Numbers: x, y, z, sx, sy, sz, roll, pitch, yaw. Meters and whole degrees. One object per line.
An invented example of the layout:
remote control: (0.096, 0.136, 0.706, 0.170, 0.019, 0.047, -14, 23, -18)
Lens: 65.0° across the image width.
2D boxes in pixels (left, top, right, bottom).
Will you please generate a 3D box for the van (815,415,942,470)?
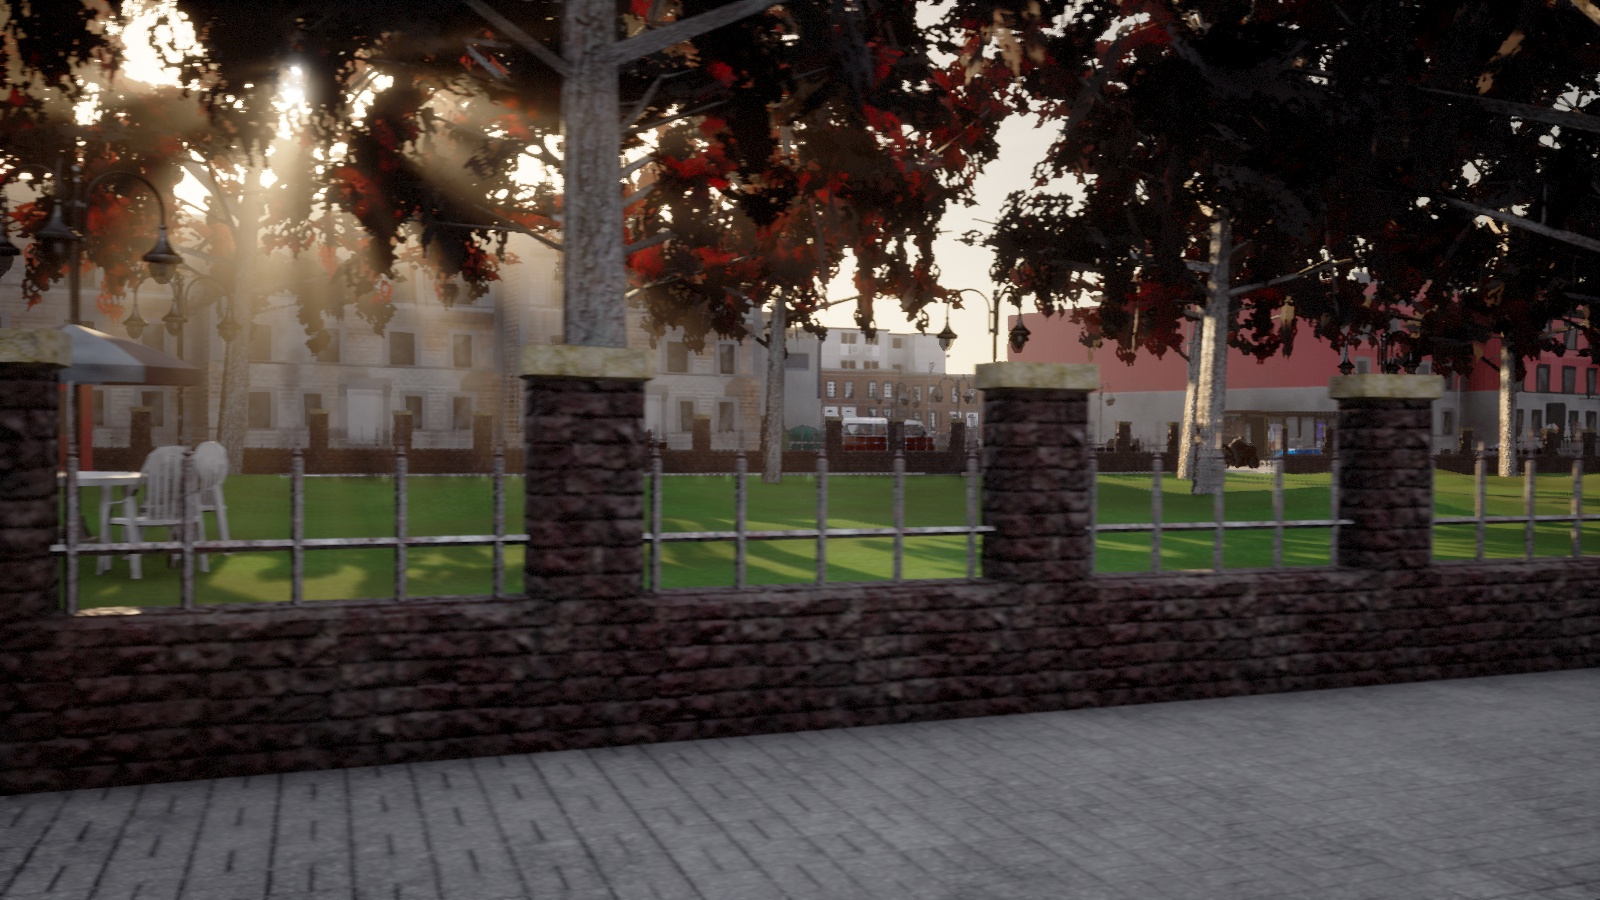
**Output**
van: (3.049, -0.310, 49.092, 4.480, 2.038, 2.069, -1, 1, -21)

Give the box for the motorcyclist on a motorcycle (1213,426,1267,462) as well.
motorcyclist on a motorcycle: (19.384, -0.276, 55.305, 2.191, 1.530, 0.866, -1, 1, -21)

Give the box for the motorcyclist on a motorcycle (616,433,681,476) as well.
motorcyclist on a motorcycle: (-5.513, 0.147, 45.831, 2.191, 1.530, 0.866, -1, 1, -21)

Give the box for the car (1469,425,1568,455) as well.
car: (35.046, -0.514, 61.262, 4.181, 1.385, 1.994, -1, 1, -20)

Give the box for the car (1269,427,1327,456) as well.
car: (24.387, -0.411, 61.484, 2.207, 1.376, 1.481, -1, 1, -21)
